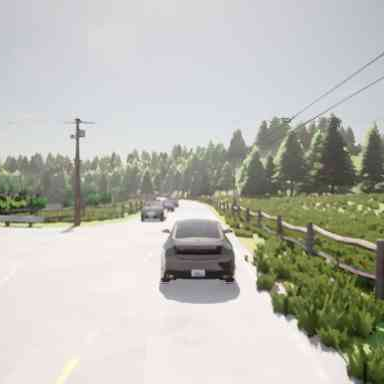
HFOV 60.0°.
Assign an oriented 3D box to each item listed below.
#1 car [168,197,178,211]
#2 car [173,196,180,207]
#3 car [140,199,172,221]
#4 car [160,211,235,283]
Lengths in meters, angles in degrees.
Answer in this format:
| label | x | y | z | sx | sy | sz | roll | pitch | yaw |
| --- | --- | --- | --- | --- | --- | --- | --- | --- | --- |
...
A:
| label | x | y | z | sx | sy | sz | roll | pitch | yaw |
| --- | --- | --- | --- | --- | --- | --- | --- | --- | --- |
| car | -3.059 | 1.641 | 40.224 | 1.812 | 1.442 | 4.674 | 0 | 0 | 0 |
| car | -3.060 | 1.507 | 52.790 | 2.097 | 1.767 | 4.553 | 0 | -1 | 2 |
| car | -3.127 | 1.571 | 27.809 | 2.128 | 1.511 | 4.902 | 0 | 0 | 0 |
| car | 0.152 | 1.535 | 9.781 | 1.837 | 1.490 | 4.892 | 0 | 0 | 0 |
